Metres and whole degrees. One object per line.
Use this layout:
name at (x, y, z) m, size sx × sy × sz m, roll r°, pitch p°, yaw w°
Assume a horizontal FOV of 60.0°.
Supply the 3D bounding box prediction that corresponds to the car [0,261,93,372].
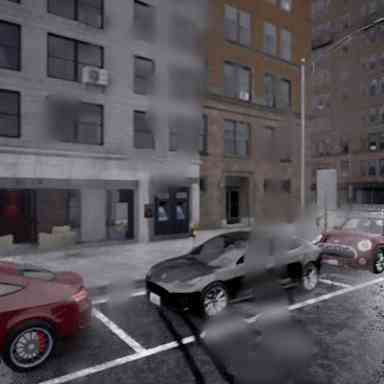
car at (-3.395, 1.582, 4.110) m, size 4.206 × 1.307 × 1.802 m, roll 0°, pitch 0°, yaw -35°

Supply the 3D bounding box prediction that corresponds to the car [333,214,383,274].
car at (5.602, 1.446, 10.526) m, size 4.097 × 1.590 × 1.967 m, roll 0°, pitch 0°, yaw -35°

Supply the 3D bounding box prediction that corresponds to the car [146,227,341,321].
car at (1.104, 1.569, 7.319) m, size 4.313 × 1.339 × 1.947 m, roll 0°, pitch 0°, yaw -35°
